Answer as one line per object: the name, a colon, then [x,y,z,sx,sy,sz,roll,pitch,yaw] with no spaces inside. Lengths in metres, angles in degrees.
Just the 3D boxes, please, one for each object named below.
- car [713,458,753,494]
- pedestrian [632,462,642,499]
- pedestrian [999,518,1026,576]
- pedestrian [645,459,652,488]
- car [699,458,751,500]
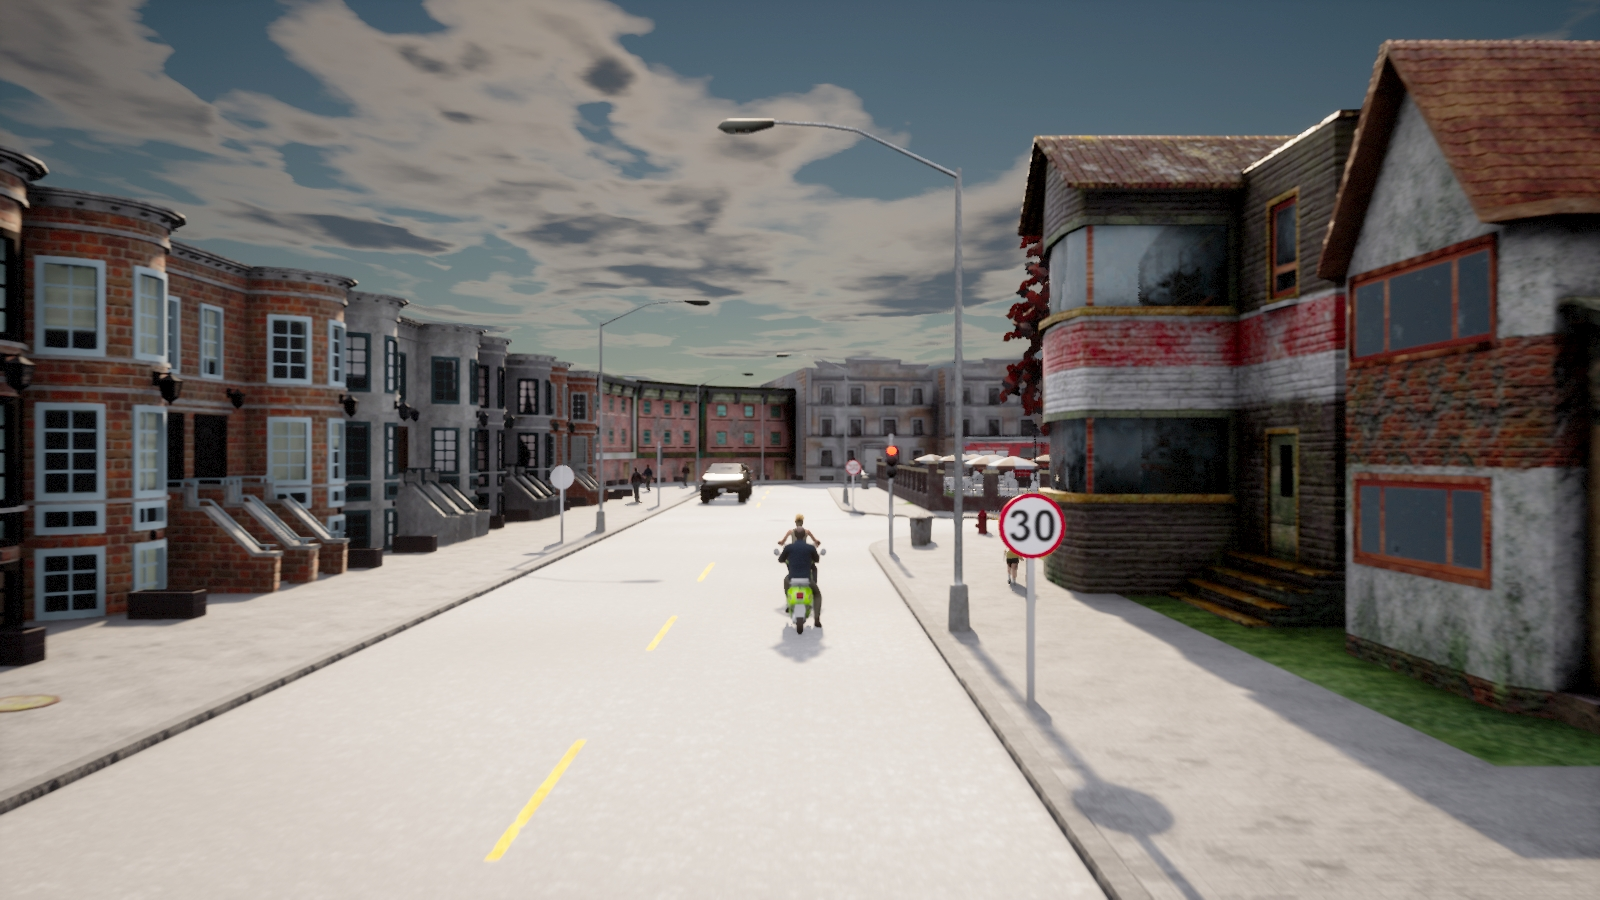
car: [-4.048,1.559,69.824,2.150,2.045,5.566,0,0,0]
pedestrian: [-8.230,1.524,57.806,0.375,1.860,0.375,0,0,16]
pedestrian: [4.198,1.904,22.586,0.500,1.100,0.500,0,0,14]
pedestrian: [-9.739,1.524,73.452,0.375,1.860,0.375,0,0,5]
car: [-3.994,1.534,62.100,2.390,2.098,6.274,0,0,0]
